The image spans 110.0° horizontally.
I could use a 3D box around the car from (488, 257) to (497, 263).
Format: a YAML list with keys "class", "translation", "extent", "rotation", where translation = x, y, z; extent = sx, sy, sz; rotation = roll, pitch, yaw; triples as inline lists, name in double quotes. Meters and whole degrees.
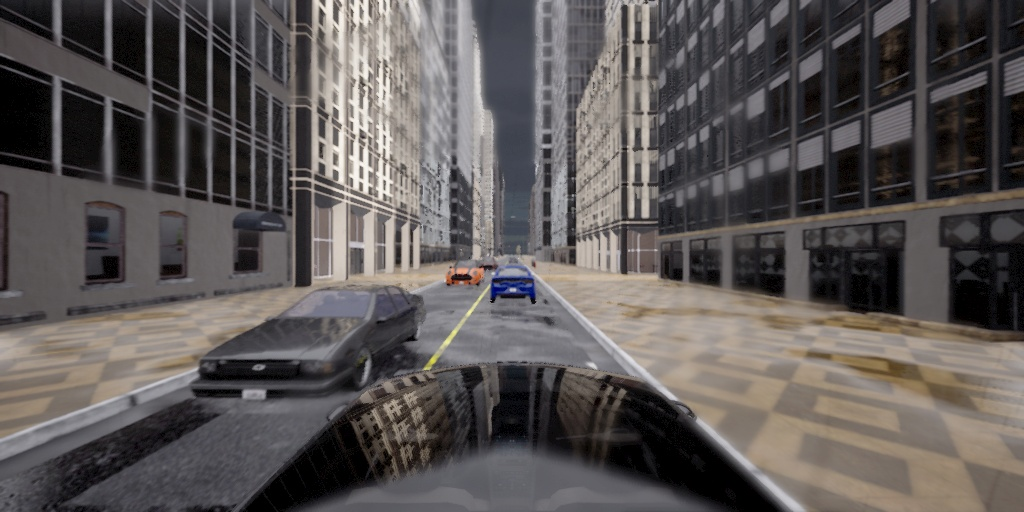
- class: "car"
  translation: [-2.862, 0.921, 43.723]
  extent: [2.097, 1.767, 4.553]
  rotation: [0, 0, 0]

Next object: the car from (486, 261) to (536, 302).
- class: "car"
  translation: [0.047, 1.169, 16.478]
  extent: [1.882, 1.535, 5.008]
  rotation: [0, 0, 0]

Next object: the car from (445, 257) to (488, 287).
- class: "car"
  translation: [-2.993, 1.006, 23.613]
  extent: [2.097, 1.767, 4.553]
  rotation: [0, 0, 1]

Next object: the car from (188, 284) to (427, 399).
- class: "car"
  translation: [-3.083, 1.271, 6.985]
  extent: [2.033, 1.411, 5.357]
  rotation: [0, 0, 1]
